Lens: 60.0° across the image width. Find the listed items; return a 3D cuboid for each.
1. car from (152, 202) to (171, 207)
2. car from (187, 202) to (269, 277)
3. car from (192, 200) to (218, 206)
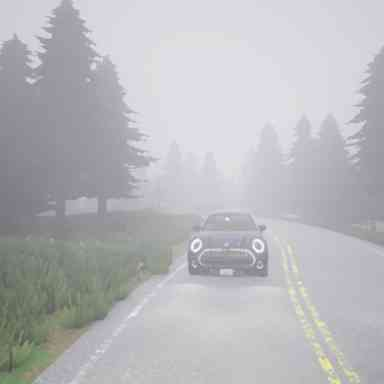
[{"bbox_3d":[-4.603,2.104,43.797,4.674,1.442,1.812,-5,-7,45],"label":"car"},{"bbox_3d":[1.189,1.371,10.350,2.097,1.767,4.553,-1,0,9],"label":"car"},{"bbox_3d":[1.569,1.596,35.550,1.837,1.490,4.892,3,-3,-27],"label":"car"}]
